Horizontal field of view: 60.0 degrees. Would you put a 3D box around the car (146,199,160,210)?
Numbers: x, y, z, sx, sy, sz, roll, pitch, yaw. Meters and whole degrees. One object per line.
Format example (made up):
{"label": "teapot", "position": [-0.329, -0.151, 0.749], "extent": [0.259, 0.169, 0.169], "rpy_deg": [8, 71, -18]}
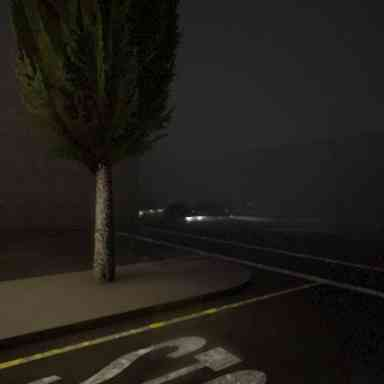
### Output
{"label": "car", "position": [-5.772, 1.654, 45.590], "extent": [1.994, 1.385, 4.181], "rpy_deg": [0, 0, -34]}

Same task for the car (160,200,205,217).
{"label": "car", "position": [-0.999, 1.639, 32.671], "extent": [1.994, 1.385, 4.181], "rpy_deg": [0, 0, -35]}

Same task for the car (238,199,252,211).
{"label": "car", "position": [4.855, 1.611, 42.959], "extent": [2.128, 1.511, 4.902], "rpy_deg": [0, 0, -35]}

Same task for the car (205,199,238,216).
{"label": "car", "position": [1.999, 1.581, 34.492], "extent": [2.128, 1.511, 4.902], "rpy_deg": [0, 0, -35]}

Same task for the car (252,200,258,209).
{"label": "car", "position": [7.059, 1.660, 45.887], "extent": [1.812, 1.442, 4.674], "rpy_deg": [0, 0, -35]}

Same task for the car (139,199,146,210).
{"label": "car", "position": [-8.536, 1.297, 43.415], "extent": [2.150, 2.045, 5.566], "rpy_deg": [0, 0, -35]}
